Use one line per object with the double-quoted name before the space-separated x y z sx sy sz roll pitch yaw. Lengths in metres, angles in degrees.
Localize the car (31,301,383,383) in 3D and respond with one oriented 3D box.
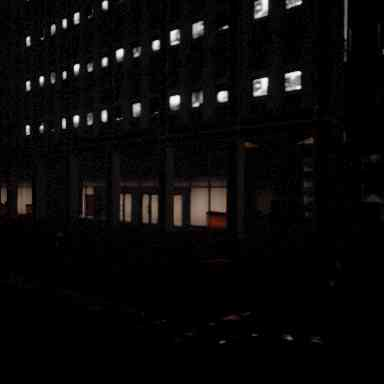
"car" 0.585 1.571 2.445 4.313 1.339 1.947 0 1 36
